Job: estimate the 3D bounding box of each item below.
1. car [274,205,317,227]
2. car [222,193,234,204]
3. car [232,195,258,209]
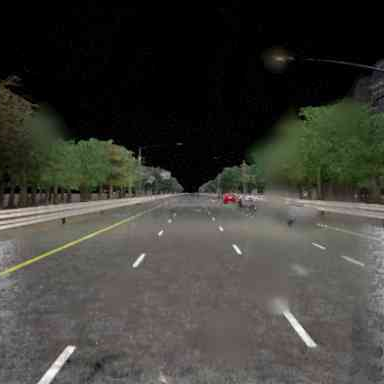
[{"bbox_3d":[7.037,1.568,23.056,1.994,1.385,4.181,0,0,0],"label":"car"},{"bbox_3d":[7.120,1.224,64.125,2.150,2.045,5.566,0,0,0],"label":"car"},{"bbox_3d":[7.080,1.493,44.135,2.128,1.511,4.902,0,0,0],"label":"car"}]
